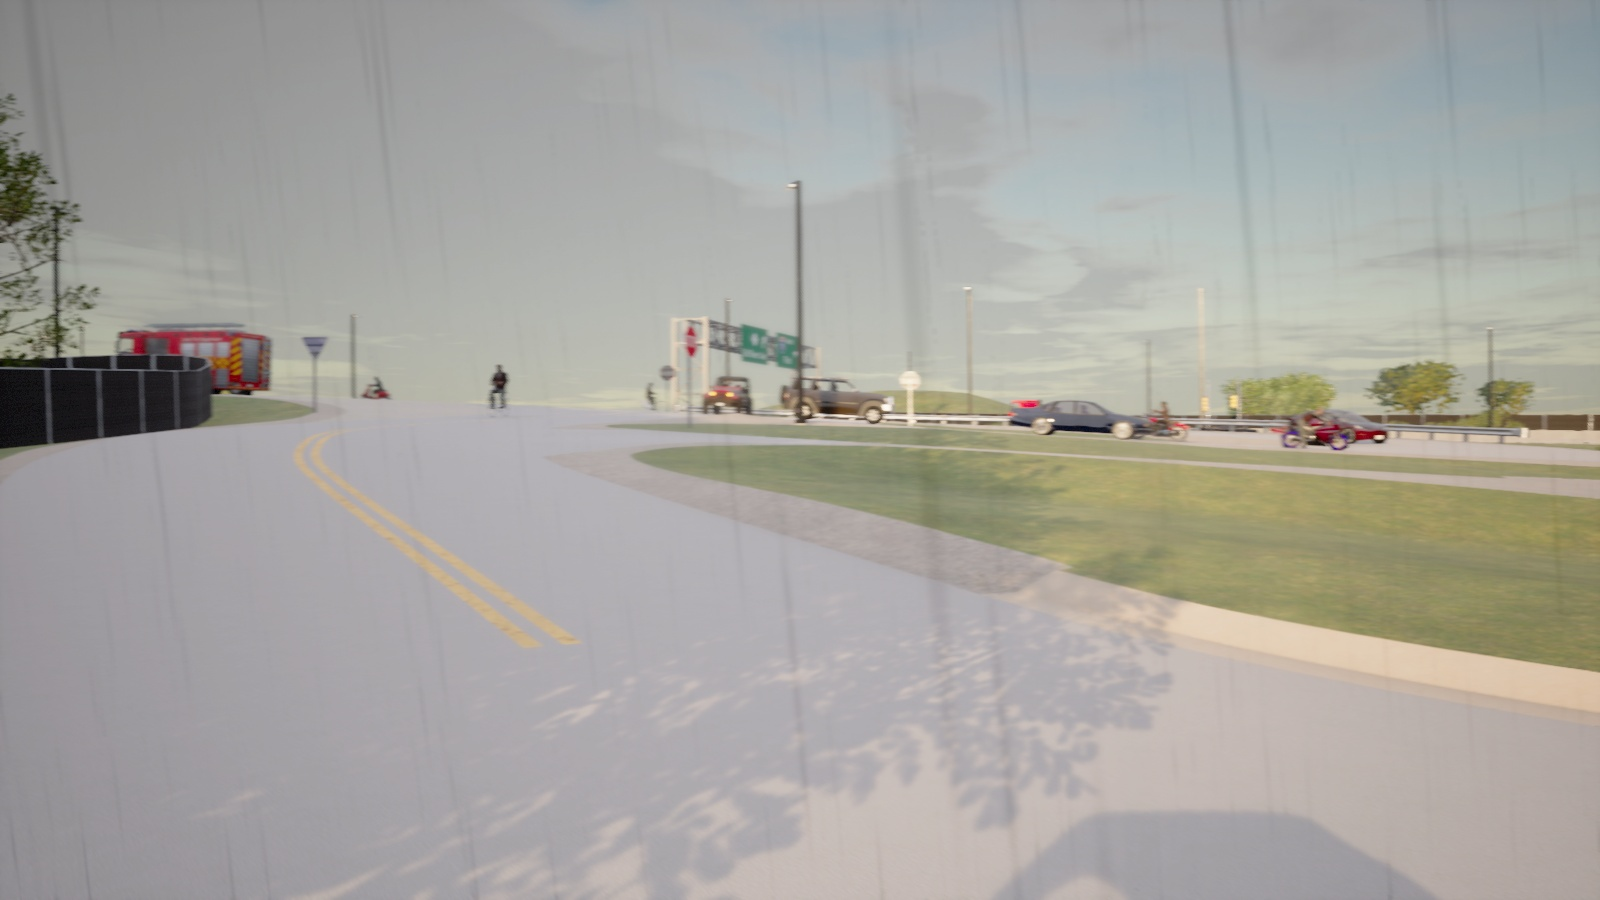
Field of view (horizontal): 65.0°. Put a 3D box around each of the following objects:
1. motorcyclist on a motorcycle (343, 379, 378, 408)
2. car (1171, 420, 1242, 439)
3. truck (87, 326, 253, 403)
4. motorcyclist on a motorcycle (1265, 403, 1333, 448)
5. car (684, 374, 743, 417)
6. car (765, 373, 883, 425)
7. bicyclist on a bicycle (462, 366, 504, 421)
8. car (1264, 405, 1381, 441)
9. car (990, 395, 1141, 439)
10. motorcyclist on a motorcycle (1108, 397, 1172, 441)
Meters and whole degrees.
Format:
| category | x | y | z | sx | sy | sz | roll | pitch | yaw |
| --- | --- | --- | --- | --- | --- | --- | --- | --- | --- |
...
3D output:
| category | x | y | z | sx | sy | sz | roll | pitch | yaw |
| --- | --- | --- | --- | --- | --- | --- | --- | --- | --- |
| motorcyclist on a motorcycle | -25.212 | -3.227 | 72.091 | 1.817 | 1.590 | 0.866 | 1 | 0 | -17 |
| car | 28.456 | -1.449 | 87.945 | 4.718 | 1.301 | 1.895 | 0 | 1 | 19 |
| truck | -33.532 | -4.494 | 66.817 | 8.468 | 3.827 | 2.891 | 1 | 0 | 20 |
| motorcyclist on a motorcycle | 17.954 | -0.872 | 45.216 | 2.191 | 1.530 | 0.866 | 3 | 1 | 19 |
| car | -4.035 | -2.536 | 59.306 | 1.905 | 1.878 | 3.866 | 3 | 1 | 9 |
| car | 1.004 | -2.046 | 50.957 | 4.605 | 1.855 | 1.932 | 3 | 2 | 4 |
| bicyclist on a bicycle | -10.399 | -1.857 | 41.280 | 0.659 | 1.776 | 1.843 | -1 | 2 | 8 |
| car | 23.825 | -1.276 | 57.444 | 2.163 | 1.488 | 4.792 | -1 | 3 | -22 |
| car | 10.149 | -1.259 | 47.952 | 5.357 | 1.411 | 2.033 | 3 | 2 | 19 |
| motorcyclist on a motorcycle | 13.650 | -1.256 | 50.431 | 2.350 | 1.649 | 0.766 | 3 | 1 | 19 |
